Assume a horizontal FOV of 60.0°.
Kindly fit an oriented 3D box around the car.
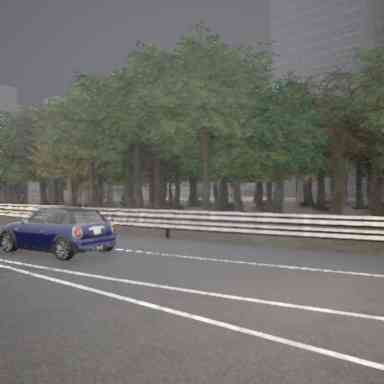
[{"bbox_3d":[-5.052,1.364,12.409,4.553,1.767,2.097,0,0,30],"label":"car"}]
